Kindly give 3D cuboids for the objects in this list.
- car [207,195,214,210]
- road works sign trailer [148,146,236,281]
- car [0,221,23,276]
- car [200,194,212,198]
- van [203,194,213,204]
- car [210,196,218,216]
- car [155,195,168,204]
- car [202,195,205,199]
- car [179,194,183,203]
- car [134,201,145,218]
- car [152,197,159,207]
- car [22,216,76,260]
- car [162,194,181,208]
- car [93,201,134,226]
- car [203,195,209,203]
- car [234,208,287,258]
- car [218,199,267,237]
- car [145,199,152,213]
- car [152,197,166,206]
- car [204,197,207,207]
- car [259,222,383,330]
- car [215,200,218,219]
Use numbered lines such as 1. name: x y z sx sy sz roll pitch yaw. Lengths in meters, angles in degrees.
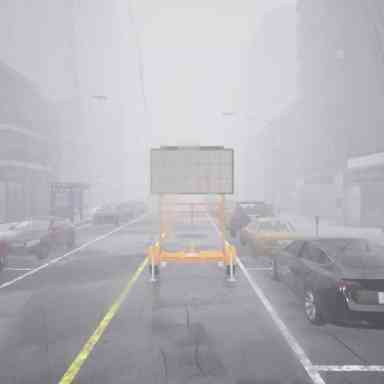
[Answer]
1. car: 2.885 1.435 34.502 1.967 1.590 4.097 0 0 0
2. road works sign trailer: 0.006 0.464 9.790 2.380 3.560 2.880 0 0 0
3. car: -5.664 1.544 6.872 1.887 1.381 4.507 0 0 0
4. car: 2.903 1.307 56.597 2.192 1.841 5.009 0 0 0
5. van: 2.908 1.332 62.120 1.690 1.788 3.998 0 0 0
6. car: 2.880 1.436 28.979 1.967 1.590 4.097 0 0 0
7. car: -5.618 1.431 62.122 1.967 1.590 4.097 0 0 0
8. car: 2.898 1.559 51.073 1.947 1.339 4.313 0 0 0
9. car: -2.943 1.467 71.792 1.882 1.535 5.008 0 0 0
10. car: -5.646 1.562 28.971 1.947 1.339 4.313 0 0 0
11. car: -5.627 1.575 51.072 1.802 1.307 4.206 0 0 0
12. car: -5.660 1.581 12.396 1.802 1.307 4.206 0 0 0
13. car: -3.056 1.471 49.199 1.882 1.535 5.008 0 0 0
14. car: -5.650 1.542 23.447 1.887 1.381 4.507 0 0 0
15. car: 2.894 1.544 45.549 2.008 1.369 4.403 0 0 0
16. car: 2.867 1.524 12.578 1.752 1.417 4.829 0 0 0
17. car: 2.871 1.313 17.931 2.192 1.841 5.009 0 0 0
18. car: -5.641 1.561 34.497 1.947 1.339 4.313 0 0 0
19. car: -5.623 1.558 56.597 1.947 1.339 4.313 0 0 0
20. car: 2.889 1.545 40.026 2.008 1.369 4.403 0 0 0
21. car: 2.862 1.565 6.884 1.947 1.339 4.313 0 0 0
22. car: 2.876 1.523 23.625 1.752 1.417 4.829 0 0 0
